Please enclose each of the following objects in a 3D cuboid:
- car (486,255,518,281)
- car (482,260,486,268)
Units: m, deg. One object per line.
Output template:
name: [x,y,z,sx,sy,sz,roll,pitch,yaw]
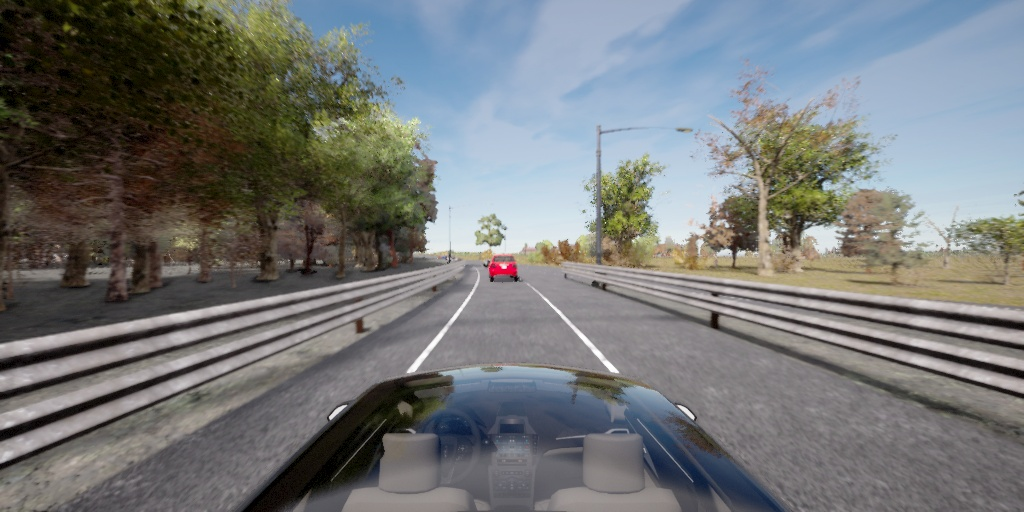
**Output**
car: [-0.795,0.899,29.125,2.150,2.045,5.566,0,0,-5]
car: [-3.629,1.207,55.576,1.895,1.301,4.718,0,0,-9]
